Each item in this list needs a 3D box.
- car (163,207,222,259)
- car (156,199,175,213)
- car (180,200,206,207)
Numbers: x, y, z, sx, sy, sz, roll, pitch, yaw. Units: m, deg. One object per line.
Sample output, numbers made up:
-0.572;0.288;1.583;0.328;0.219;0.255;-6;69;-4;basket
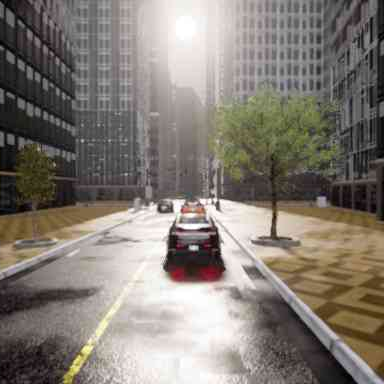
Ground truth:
0.067;1.526;12.738;2.128;1.511;4.902;0;0;0;car
-3.074;1.613;39.366;2.128;1.511;4.902;0;0;0;car
0.064;1.432;27.607;2.097;1.767;4.553;0;0;0;car
